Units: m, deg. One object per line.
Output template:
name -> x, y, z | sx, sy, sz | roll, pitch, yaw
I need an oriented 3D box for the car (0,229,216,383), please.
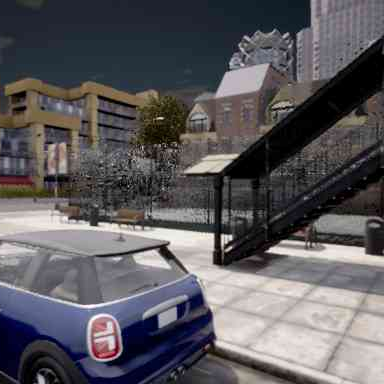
car -> -1.998, 1.311, 4.709 | 4.553, 1.767, 2.185 | 1, 0, 35
